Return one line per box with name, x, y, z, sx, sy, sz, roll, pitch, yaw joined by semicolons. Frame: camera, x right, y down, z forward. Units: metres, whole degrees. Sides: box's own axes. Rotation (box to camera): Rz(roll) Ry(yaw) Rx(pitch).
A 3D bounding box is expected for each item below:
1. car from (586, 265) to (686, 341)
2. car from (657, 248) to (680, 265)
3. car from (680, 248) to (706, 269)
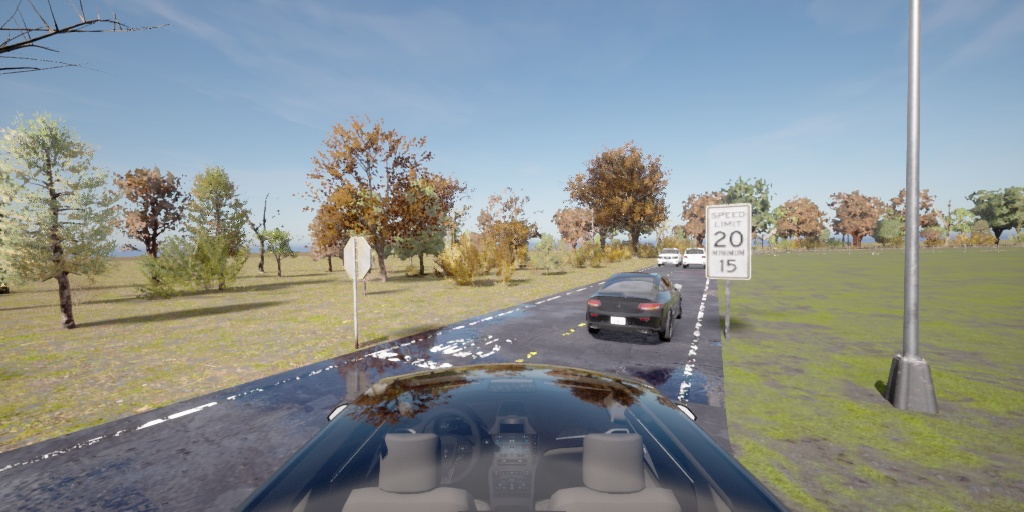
car;3.336;1.136;9.449;1.812;1.442;4.674;0;1;30
car;18.260;0.132;41.402;2.150;2.045;5.566;0;1;30
car;18.948;0.210;36.927;2.150;2.045;5.566;0;1;30
